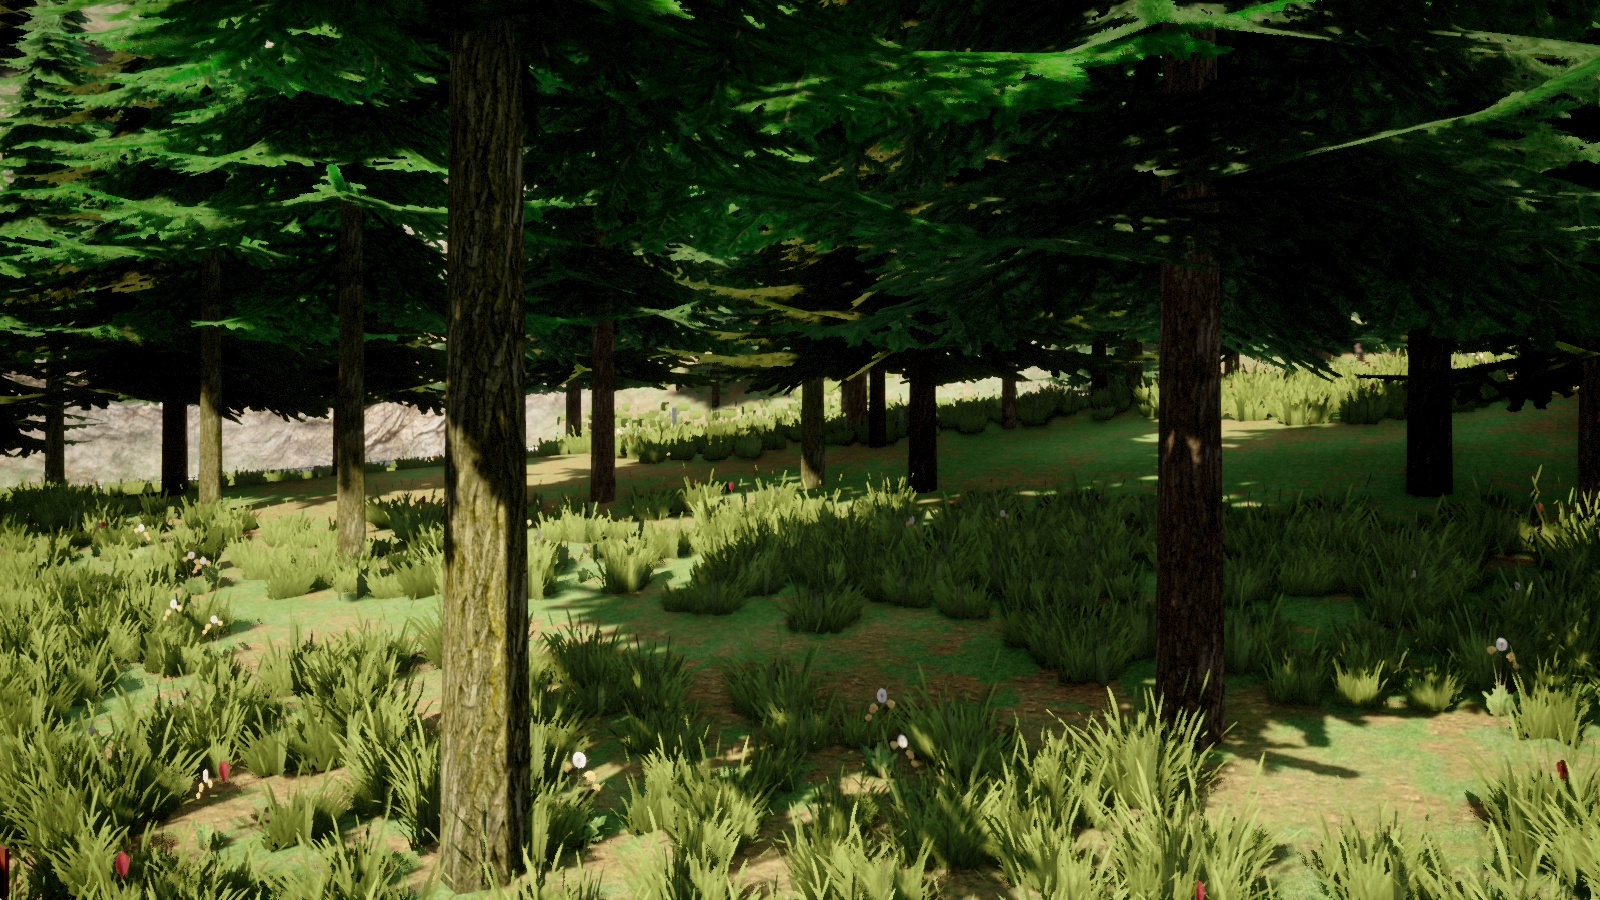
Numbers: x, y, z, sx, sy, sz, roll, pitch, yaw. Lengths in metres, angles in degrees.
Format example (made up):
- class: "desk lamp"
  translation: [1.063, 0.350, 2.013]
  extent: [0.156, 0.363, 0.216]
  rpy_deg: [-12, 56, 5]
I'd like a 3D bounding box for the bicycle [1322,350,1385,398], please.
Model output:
- class: "bicycle"
  translation: [19.167, -2.627, 39.577]
  extent: [1.835, 1.471, 0.329]
  rpy_deg: [-5, -2, 30]
